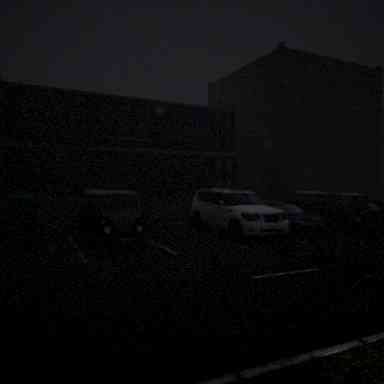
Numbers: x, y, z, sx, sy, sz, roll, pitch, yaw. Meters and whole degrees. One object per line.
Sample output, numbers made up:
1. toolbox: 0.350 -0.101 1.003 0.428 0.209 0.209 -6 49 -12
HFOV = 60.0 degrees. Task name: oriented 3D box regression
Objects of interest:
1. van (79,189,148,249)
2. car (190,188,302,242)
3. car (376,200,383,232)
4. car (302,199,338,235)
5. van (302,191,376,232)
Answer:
1. van: -3.058 0.888 12.522 1.878 1.987 4.442 0 2 -26
2. car: 1.869 0.891 14.994 2.435 2.045 5.566 0 2 -26
3. car: 9.299 1.216 18.623 2.097 1.535 5.008 1 1 -26
4. car: 4.335 1.203 16.227 2.002 1.452 4.674 0 1 -26
5. van: 6.883 0.960 17.572 1.878 1.987 4.442 1 1 -26
